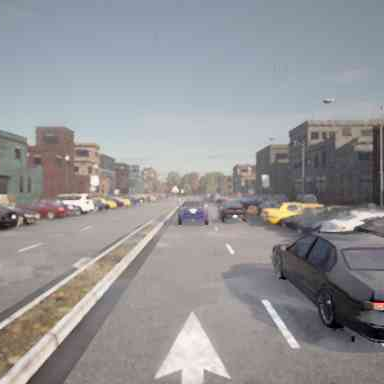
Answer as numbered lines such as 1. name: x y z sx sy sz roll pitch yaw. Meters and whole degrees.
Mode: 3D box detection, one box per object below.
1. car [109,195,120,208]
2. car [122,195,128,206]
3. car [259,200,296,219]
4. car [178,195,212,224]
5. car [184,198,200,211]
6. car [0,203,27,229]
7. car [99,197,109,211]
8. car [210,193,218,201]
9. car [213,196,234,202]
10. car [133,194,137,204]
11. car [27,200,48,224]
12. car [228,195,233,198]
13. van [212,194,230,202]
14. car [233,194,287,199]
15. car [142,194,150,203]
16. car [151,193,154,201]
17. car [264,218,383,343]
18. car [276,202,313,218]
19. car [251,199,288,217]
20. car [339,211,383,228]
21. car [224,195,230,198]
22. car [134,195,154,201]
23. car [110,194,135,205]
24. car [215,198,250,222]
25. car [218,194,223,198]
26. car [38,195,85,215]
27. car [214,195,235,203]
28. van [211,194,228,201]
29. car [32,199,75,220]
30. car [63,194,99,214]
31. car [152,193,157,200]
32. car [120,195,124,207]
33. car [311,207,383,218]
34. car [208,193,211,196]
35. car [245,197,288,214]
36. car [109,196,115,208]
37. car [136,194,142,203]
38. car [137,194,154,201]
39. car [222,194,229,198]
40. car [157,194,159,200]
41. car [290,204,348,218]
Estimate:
1. car: -12.889 1.530 44.633 5.366 1.575 1.946 0 0 0
2. car: -12.702 1.553 50.066 5.008 1.535 2.097 0 0 0
3. car: 7.443 1.468 21.672 5.366 1.575 1.946 0 0 0
4. car: 0.081 1.348 24.437 2.097 1.767 4.553 0 0 0
5. car: 0.041 1.528 41.643 1.882 1.535 5.008 0 0 0
6. car: -12.767 1.504 19.496 4.792 1.488 2.163 0 0 0
7. car: -12.683 1.543 39.075 4.792 1.488 2.163 0 0 0
8. car: 7.528 1.420 74.069 5.566 2.045 2.435 0 0 0
9. car: 7.480 1.684 79.461 5.008 1.535 2.097 0 0 0
10. car: -12.698 1.585 58.521 4.892 1.521 2.231 0 0 0
11. car: -12.741 1.478 22.276 4.892 1.521 2.231 0 0 0
12. car: 7.571 1.540 43.734 5.008 1.535 2.097 0 0 0
13. van: 7.355 1.469 85.101 4.442 1.987 1.878 0 0 0
14. car: 7.569 1.253 35.463 5.566 2.045 2.435 0 0 0
15. car: -12.728 1.638 75.199 4.892 1.521 2.231 0 0 0
16. car: -12.751 1.699 83.537 4.674 1.452 2.002 0 0 0
17. car: 3.097 1.536 6.826 2.033 1.411 5.357 0 0 0
18. car: 7.600 1.498 18.915 4.792 1.488 2.163 0 0 0
19. car: 7.648 1.510 27.192 4.792 1.488 2.163 0 0 0
20. car: 7.664 1.495 10.643 4.792 1.488 2.163 0 0 0
21. car: 7.559 1.609 49.379 4.674 1.452 2.002 0 0 0
22. car: -12.753 1.672 89.096 5.008 1.535 2.097 0 0 0
23. car: -12.705 1.574 55.742 5.008 1.535 2.097 0 0 0
24. car: 3.078 1.503 26.256 1.837 1.490 4.892 0 0 0
25. car: 7.520 1.345 54.765 5.566 2.045 2.435 0 0 0
26. car: -12.755 1.366 30.703 4.553 1.767 2.185 0 0 0
27. car: 7.523 1.552 76.704 4.553 1.767 2.185 0 0 0
28. van: 7.574 1.479 90.618 4.442 1.987 1.878 0 0 0
29. car: -12.724 1.525 27.832 4.674 1.452 2.002 0 0 0
30. car: -12.747 1.246 33.516 5.566 2.045 2.435 0 0 0
31. car: -12.568 1.663 86.317 5.366 1.575 1.946 0 0 0
32. car: -12.729 1.573 47.411 4.792 1.488 2.163 0 0 0
33. car: 7.630 1.506 13.438 4.674 1.452 2.002 0 0 0
34. car: 7.507 1.439 82.344 5.566 2.045 2.435 0 0 0
35. car: 7.797 1.484 29.950 5.366 1.575 1.946 0 0 0
36. car: -12.678 1.552 41.853 4.792 1.488 2.163 0 0 0
37. car: -12.681 1.343 61.301 5.566 2.045 2.435 0 0 0
38. car: -12.795 1.553 91.875 4.553 1.767 2.185 0 0 0
39. car: 7.524 1.458 52.007 4.553 1.767 2.185 0 0 0
40. car: -12.764 1.686 94.656 5.008 1.535 2.097 0 0 0
41. car: 7.602 1.495 16.159 4.792 1.488 2.163 0 0 0
